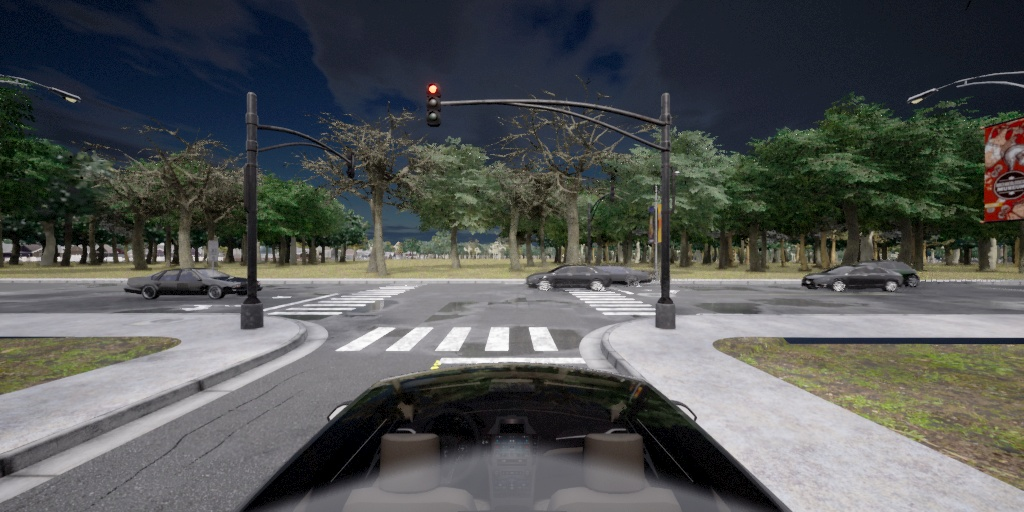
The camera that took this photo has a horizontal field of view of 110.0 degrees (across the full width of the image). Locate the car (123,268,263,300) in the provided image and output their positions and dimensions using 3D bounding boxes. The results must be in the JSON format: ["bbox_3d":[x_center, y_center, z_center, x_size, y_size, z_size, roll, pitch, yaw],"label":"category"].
[{"bbox_3d":[-15.099,1.281,17.111,5.357,1.411,2.033,0,0,0],"label":"car"}]

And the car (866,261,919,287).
[{"bbox_3d":[23.913,1.129,23.846,4.553,1.767,2.097,0,0,0],"label":"car"}]

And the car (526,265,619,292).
[{"bbox_3d":[3.254,1.257,20.578,4.892,1.490,1.837,0,0,0],"label":"car"}]

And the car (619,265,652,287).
[{"bbox_3d":[6.377,1.298,23.832,5.357,1.411,2.033,0,0,0],"label":"car"}]

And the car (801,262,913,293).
[{"bbox_3d":[19.451,1.279,20.594,4.892,1.490,1.837,0,0,0],"label":"car"}]
